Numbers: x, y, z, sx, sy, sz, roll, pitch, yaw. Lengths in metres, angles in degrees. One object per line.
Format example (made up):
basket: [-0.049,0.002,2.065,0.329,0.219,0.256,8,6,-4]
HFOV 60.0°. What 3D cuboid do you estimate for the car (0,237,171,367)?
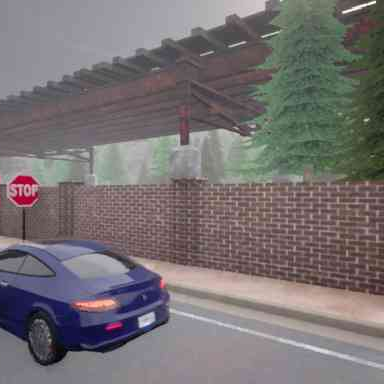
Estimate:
car: [-2.471,1.526,5.751,4.674,1.442,1.812,0,0,35]
